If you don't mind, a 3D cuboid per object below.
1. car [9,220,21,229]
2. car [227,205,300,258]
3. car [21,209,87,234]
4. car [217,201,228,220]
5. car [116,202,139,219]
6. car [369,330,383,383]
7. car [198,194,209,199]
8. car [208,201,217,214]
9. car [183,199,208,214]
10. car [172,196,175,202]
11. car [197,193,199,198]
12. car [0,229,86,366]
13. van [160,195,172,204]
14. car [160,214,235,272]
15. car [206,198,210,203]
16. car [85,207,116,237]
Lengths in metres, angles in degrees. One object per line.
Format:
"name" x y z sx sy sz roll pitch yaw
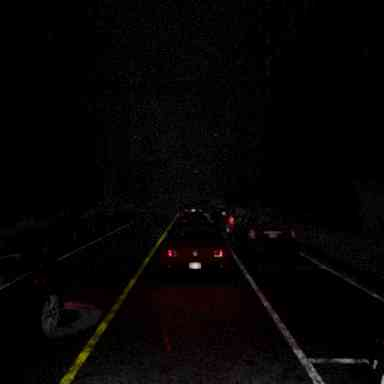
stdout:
"car" -5.854 1.543 7.143 1.752 1.417 4.829 0 0 0
"car" 2.675 1.471 12.914 1.967 1.590 4.097 0 0 0
"car" -5.851 1.576 12.908 1.887 1.381 4.507 0 0 0
"car" 2.678 1.485 18.508 1.967 1.590 4.097 0 0 0
"car" -5.841 1.625 29.696 2.008 1.369 4.403 0 0 0
"car" 2.669 1.555 1.725 2.008 1.369 4.403 0 0 0
"car" 2.851 1.626 69.940 1.967 1.590 4.097 0 0 0
"car" 2.685 1.656 29.696 1.802 1.307 4.206 0 0 0
"car" 0.117 1.624 30.718 2.033 1.411 5.357 0 0 0
"car" -5.646 1.642 75.649 1.967 1.590 4.097 0 0 0
"car" 2.908 1.658 81.278 1.967 1.590 4.097 0 0 0
"car" -3.098 1.501 3.798 2.128 1.511 4.902 0 0 0
"van" -5.675 1.527 69.981 1.690 1.788 3.998 0 0 0
"car" 0.095 1.627 10.853 1.895 1.301 4.718 0 0 0
"car" 2.688 1.640 35.290 2.008 1.369 4.403 0 0 0
"car" -5.847 1.590 18.504 1.887 1.381 4.507 0 0 0
